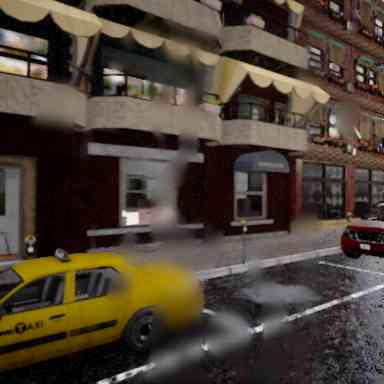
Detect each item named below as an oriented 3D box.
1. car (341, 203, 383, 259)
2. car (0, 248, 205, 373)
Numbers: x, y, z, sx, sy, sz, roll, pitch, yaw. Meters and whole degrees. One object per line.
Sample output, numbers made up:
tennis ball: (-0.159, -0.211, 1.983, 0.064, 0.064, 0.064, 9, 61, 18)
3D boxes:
car: (7.099, 1.268, 11.151, 5.009, 1.841, 2.192, 0, 1, -36)
car: (-2.074, 1.522, 4.609, 4.829, 1.417, 1.752, 0, 1, -36)
